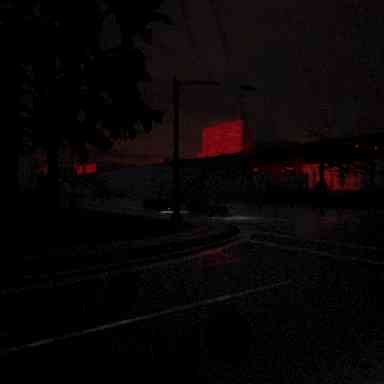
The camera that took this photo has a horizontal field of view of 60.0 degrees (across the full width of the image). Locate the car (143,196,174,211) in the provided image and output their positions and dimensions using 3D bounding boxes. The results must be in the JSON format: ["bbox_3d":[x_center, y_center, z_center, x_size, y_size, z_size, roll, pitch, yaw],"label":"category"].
[{"bbox_3d":[-4.074,1.509,40.119,2.033,1.411,5.357,0,0,-33],"label":"car"}]

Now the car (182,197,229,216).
[{"bbox_3d":[1.452,1.439,31.840,1.882,1.535,5.008,0,0,-34],"label":"car"}]

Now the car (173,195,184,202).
[{"bbox_3d":[-3.013,1.284,63.872,2.097,1.767,4.553,0,0,-34],"label":"car"}]
